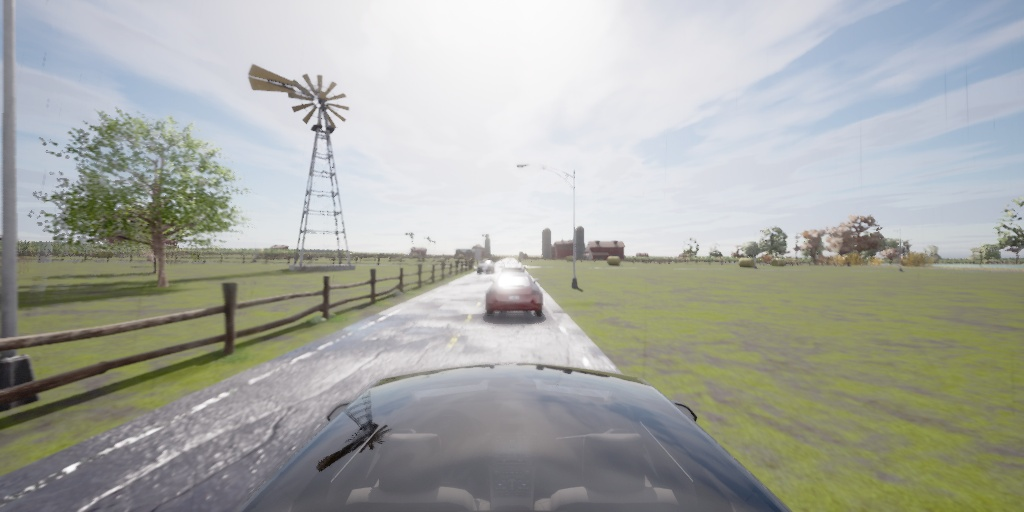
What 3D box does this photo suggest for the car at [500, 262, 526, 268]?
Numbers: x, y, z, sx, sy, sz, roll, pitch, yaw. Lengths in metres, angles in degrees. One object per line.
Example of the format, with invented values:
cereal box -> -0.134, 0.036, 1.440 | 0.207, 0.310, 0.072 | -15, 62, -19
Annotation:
car -> 0.082, 1.222, 28.393 | 2.128, 1.511, 4.902 | 0, 0, 0

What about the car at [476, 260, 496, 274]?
car -> -2.841, 1.213, 39.969 | 2.128, 1.511, 4.902 | 0, 0, 0

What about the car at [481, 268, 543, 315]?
car -> 0.083, 1.306, 13.505 | 1.994, 1.385, 4.181 | 0, 0, 0
